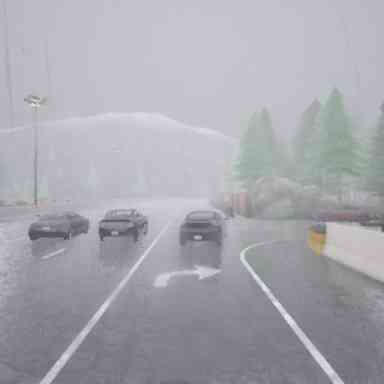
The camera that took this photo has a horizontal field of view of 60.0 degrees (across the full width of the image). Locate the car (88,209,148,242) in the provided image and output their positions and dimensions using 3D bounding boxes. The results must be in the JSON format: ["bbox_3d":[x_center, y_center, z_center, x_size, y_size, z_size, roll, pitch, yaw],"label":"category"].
[{"bbox_3d":[-3.407,1.625,17.146,2.128,1.511,4.902,0,0,0],"label":"car"}]

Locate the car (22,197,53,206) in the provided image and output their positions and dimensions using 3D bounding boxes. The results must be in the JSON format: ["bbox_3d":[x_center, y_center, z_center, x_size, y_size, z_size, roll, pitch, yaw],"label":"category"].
[{"bbox_3d":[-24.571,1.763,53.099,2.097,1.767,4.553,0,0,0],"label":"car"}]

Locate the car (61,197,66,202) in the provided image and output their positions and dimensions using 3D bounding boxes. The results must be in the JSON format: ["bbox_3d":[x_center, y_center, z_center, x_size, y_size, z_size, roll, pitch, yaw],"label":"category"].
[{"bbox_3d":[-24.514,1.740,68.483,1.895,1.301,4.718,0,0,0],"label":"car"}]

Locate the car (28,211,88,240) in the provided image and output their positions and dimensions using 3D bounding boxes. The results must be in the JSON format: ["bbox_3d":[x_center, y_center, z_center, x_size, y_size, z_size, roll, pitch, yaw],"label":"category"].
[{"bbox_3d":[-6.907,1.702,17.752,1.994,1.385,4.181,0,0,0],"label":"car"}]

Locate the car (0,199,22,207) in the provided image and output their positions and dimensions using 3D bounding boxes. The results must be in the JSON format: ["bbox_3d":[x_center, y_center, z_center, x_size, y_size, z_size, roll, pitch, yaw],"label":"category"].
[{"bbox_3d":[-28.059,1.958,53.059,2.033,1.411,5.357,0,0,1],"label":"car"}]

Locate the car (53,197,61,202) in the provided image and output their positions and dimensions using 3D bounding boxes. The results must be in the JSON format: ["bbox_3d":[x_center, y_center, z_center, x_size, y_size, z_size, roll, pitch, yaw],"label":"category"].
[{"bbox_3d":[-28.014,1.623,68.513,1.882,1.535,5.008,0,0,0],"label":"car"}]

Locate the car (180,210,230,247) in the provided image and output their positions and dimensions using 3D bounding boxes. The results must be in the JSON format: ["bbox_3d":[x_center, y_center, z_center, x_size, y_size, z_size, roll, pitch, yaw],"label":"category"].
[{"bbox_3d":[0.663,1.629,15.941,1.837,1.490,4.892,-1,-1,10],"label":"car"}]

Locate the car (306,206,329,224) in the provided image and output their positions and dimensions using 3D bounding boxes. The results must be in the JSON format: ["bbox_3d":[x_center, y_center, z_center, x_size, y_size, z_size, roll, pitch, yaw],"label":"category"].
[{"bbox_3d":[10.503,1.557,24.161,4.181,1.385,1.994,0,0,1],"label":"car"}]
